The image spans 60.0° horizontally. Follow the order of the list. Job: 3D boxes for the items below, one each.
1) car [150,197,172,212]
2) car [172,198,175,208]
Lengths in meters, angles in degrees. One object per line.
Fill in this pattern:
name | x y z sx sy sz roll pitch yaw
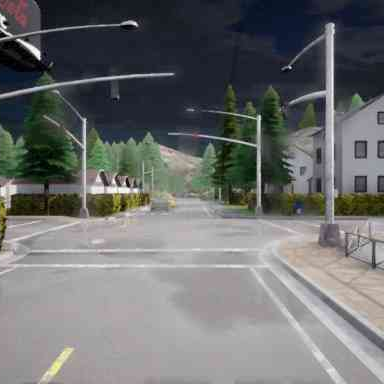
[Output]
car | -3.585 1.525 38.117 1.812 1.442 4.674 0 0 0
car | -3.588 1.477 48.589 1.882 1.535 5.008 0 0 0
